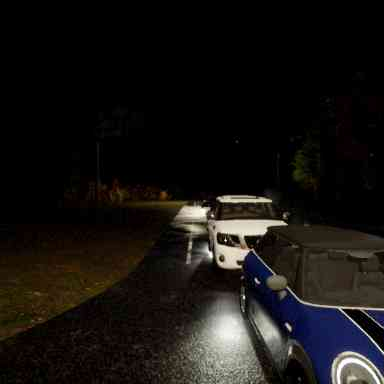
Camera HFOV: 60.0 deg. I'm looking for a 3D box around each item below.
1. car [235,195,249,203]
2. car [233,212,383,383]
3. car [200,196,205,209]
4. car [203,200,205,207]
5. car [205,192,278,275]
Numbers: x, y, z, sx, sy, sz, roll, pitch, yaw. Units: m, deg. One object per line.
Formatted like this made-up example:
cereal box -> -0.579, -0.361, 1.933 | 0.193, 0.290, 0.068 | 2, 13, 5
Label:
car -> 9.330, 1.223, 62.517 | 2.033, 1.411, 5.357 | 0, 0, 1
car -> 1.932, 1.338, 4.208 | 2.097, 1.767, 4.553 | 0, 0, -1
car -> 2.066, 1.289, 41.435 | 1.837, 1.490, 4.892 | 0, 0, 1
car -> 1.727, 1.384, 16.893 | 1.882, 1.535, 5.008 | 0, 0, 1
car -> 1.654, 1.160, 10.552 | 2.150, 2.045, 5.566 | 0, 0, 1
